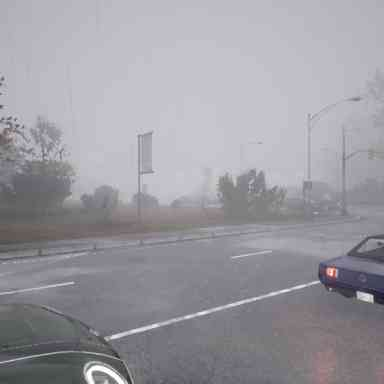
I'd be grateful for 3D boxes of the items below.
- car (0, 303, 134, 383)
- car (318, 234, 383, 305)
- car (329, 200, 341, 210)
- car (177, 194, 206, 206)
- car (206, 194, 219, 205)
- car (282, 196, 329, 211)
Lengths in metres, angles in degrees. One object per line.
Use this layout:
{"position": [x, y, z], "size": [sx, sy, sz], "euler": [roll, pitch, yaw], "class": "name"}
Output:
{"position": [-2.567, 1.352, 1.893], "size": [4.553, 1.767, 2.097], "euler": [0, 0, -36], "class": "car"}
{"position": [4.906, 1.573, 7.230], "size": [4.718, 1.301, 1.895], "euler": [0, 0, -35], "class": "car"}
{"position": [14.419, 1.247, 37.937], "size": [2.128, 1.511, 4.902], "euler": [-1, 0, -39], "class": "car"}
{"position": [-0.568, 1.300, 51.089], "size": [1.837, 1.490, 4.892], "euler": [-1, 0, -39], "class": "car"}
{"position": [2.308, 1.117, 53.095], "size": [2.097, 1.767, 4.553], "euler": [-1, 0, -39], "class": "car"}
{"position": [11.698, 1.291, 35.704], "size": [1.837, 1.490, 4.892], "euler": [-1, 0, -38], "class": "car"}
